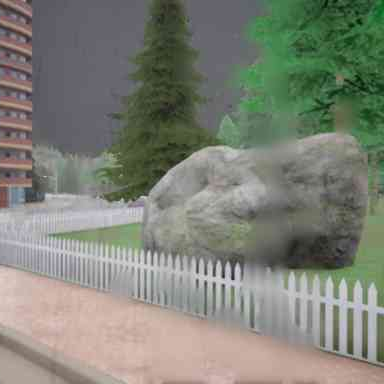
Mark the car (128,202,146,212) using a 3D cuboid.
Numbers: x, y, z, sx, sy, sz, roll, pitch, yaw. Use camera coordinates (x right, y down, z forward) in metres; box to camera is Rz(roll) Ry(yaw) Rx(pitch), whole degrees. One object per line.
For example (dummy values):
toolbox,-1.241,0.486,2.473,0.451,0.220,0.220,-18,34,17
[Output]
car,-5.271,1.391,35.367,1.994,1.385,4.181,0,0,9
